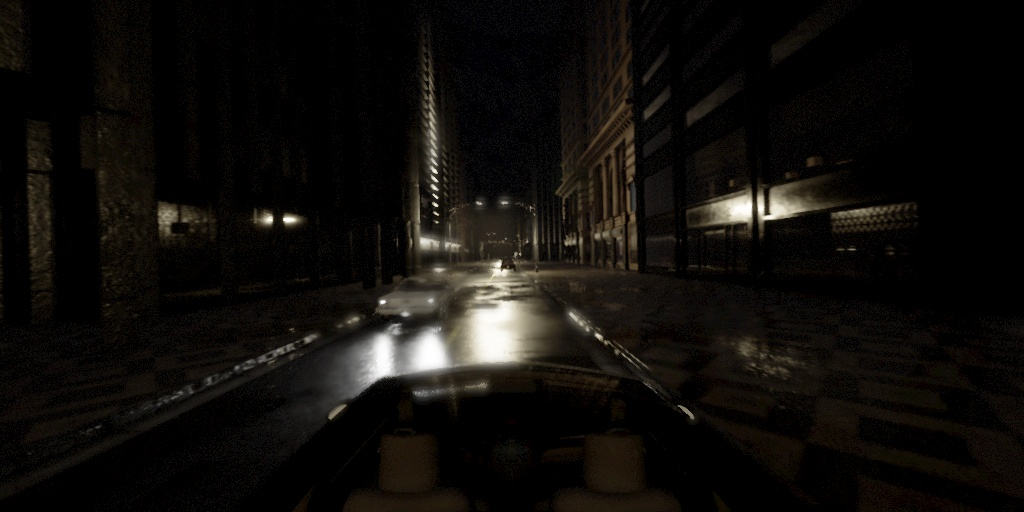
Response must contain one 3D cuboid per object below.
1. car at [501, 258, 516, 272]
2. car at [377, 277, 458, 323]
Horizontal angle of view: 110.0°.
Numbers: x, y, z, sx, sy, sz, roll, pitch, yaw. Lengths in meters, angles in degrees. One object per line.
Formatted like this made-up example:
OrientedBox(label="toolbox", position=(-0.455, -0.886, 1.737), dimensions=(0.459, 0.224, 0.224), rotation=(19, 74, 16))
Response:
OrientedBox(label="car", position=(-0.515, 1.235, 48.283), dimensions=(1.882, 1.535, 5.008), rotation=(-2, 0, -1))
OrientedBox(label="car", position=(-3.187, 1.444, 12.915), dimensions=(1.895, 1.301, 4.718), rotation=(-2, 0, -1))
